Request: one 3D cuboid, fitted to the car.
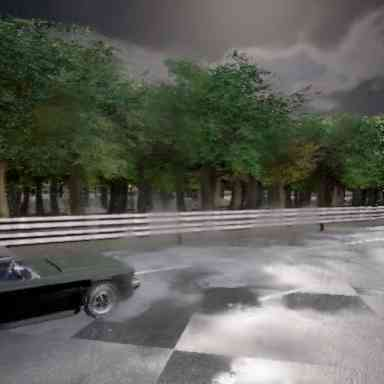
[{"bbox_3d":[-3.323,1.585,5.666,4.718,1.301,1.895,1,0,-36],"label":"car"}]
